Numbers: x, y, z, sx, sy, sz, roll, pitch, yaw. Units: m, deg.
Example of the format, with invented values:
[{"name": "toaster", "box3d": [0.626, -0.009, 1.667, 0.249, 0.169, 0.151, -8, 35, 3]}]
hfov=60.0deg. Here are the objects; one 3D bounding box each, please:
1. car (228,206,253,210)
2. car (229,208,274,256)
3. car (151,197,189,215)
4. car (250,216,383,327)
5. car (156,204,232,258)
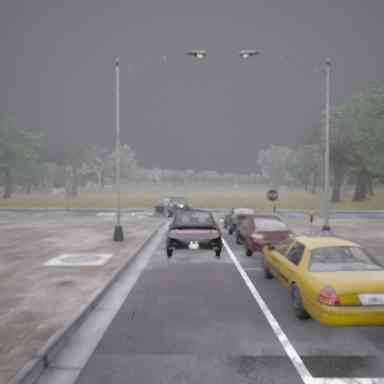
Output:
[{"name": "car", "box3d": [2.617, 1.431, 17.955, 2.008, 1.369, 4.403, -1, 0, 0]}, {"name": "car", "box3d": [2.619, 1.499, 12.423, 1.802, 1.307, 4.206, -1, 0, 0]}, {"name": "car", "box3d": [-1.826, 1.167, 28.494, 2.097, 1.767, 4.553, -1, 1, -26]}, {"name": "car", "box3d": [2.619, 1.477, 7.060, 1.752, 1.417, 4.829, -1, 0, 0]}, {"name": "car", "box3d": [0.070, 1.408, 12.461, 2.128, 1.511, 4.902, 0, 0, 0]}]
